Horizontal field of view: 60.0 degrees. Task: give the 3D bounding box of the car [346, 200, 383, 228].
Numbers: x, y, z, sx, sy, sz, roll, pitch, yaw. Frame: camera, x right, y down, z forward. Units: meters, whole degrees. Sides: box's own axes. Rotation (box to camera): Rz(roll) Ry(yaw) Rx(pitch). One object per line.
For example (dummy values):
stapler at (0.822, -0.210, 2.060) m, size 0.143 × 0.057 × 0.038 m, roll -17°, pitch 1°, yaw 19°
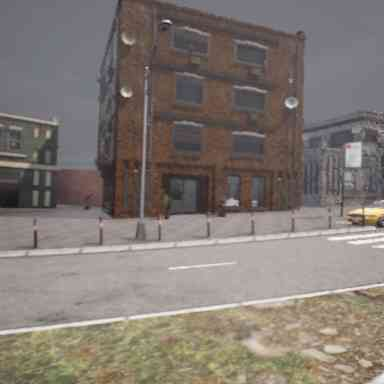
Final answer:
car at (11.337, 1.113, 19.230) m, size 5.366 × 1.575 × 1.946 m, roll -1°, pitch 0°, yaw -24°
